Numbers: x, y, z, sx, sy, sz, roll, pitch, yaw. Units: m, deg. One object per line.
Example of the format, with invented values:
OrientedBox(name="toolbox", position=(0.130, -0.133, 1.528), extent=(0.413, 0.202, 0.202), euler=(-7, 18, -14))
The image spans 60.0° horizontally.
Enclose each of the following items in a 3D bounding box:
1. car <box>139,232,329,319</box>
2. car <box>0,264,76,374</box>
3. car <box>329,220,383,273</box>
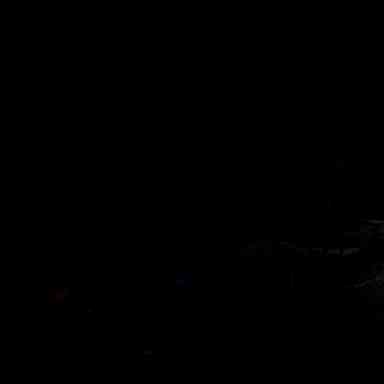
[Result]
OrientedBox(name="car", position=(0.899, 1.572, 7.290), extent=(4.206, 1.307, 1.802), euler=(0, 0, -35))
OrientedBox(name="car", position=(-3.625, 1.583, 4.064), extent=(4.206, 1.307, 1.802), euler=(0, 0, -35))
OrientedBox(name="car", position=(5.419, 1.555, 10.512), extent=(4.206, 1.307, 1.802), euler=(0, 0, -35))
